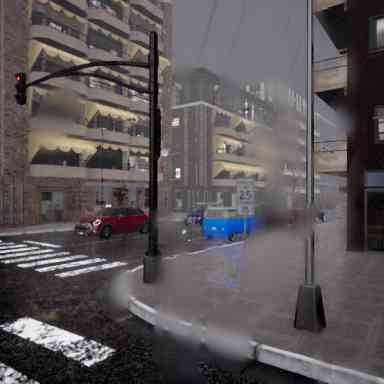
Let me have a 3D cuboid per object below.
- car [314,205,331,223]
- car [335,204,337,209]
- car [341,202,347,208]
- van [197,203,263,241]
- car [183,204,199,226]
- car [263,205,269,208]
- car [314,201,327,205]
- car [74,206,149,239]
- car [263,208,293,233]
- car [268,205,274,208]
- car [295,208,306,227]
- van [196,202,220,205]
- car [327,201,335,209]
[{"bbox_3d":[11.725,2.233,32.422,2.008,1.369,4.403,-1,-2,35],"label":"car"},{"bbox_3d":[30.581,3.064,73.327,1.887,1.381,4.507,-1,-2,35],"label":"car"},{"bbox_3d":[40.118,3.376,86.733,1.752,1.417,4.829,-1,-2,35],"label":"car"},{"bbox_3d":[2.229,1.704,18.787,1.690,1.788,3.998,-1,-2,35],"label":"van"},{"bbox_3d":[1.204,2.005,27.535,1.812,1.442,4.674,0,-1,35],"label":"car"},{"bbox_3d":[3.999,1.995,25.944,1.837,1.490,4.892,0,-1,35],"label":"car"},{"bbox_3d":[24.159,2.889,64.299,1.802,1.307,4.206,-1,-2,35],"label":"car"},{"bbox_3d":[-4.549,1.639,19.411,2.097,1.767,4.553,0,-1,35],"label":"car"},{"bbox_3d":[5.303,2.035,23.394,1.947,1.339,4.313,-1,-2,35],"label":"car"},{"bbox_3d":[7.863,2.205,36.885,1.837,1.490,4.892,0,-1,35],"label":"car"},{"bbox_3d":[8.513,2.158,27.907,1.802,1.307,4.206,-1,-2,35],"label":"car"},{"bbox_3d":[1.681,1.903,32.709,1.690,1.788,3.998,-1,-2,35],"label":"van"},{"bbox_3d":[27.369,2.729,68.819,2.192,1.841,5.009,-1,-2,35],"label":"car"}]
